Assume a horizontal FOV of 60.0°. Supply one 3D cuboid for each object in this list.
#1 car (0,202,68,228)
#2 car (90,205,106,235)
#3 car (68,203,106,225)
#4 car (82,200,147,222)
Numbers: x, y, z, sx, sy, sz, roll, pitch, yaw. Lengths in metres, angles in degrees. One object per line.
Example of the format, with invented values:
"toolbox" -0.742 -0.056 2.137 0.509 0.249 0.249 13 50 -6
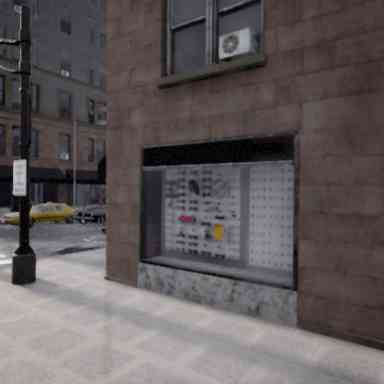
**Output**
"car" -8.877 1.275 20.144 1.752 1.417 4.829 1 0 35
"car" -2.248 1.400 15.620 1.947 1.339 4.313 1 0 35
"car" -5.052 1.379 21.139 1.895 1.301 4.718 1 0 35
"car" -5.638 1.304 24.692 2.008 1.369 4.403 1 0 35
